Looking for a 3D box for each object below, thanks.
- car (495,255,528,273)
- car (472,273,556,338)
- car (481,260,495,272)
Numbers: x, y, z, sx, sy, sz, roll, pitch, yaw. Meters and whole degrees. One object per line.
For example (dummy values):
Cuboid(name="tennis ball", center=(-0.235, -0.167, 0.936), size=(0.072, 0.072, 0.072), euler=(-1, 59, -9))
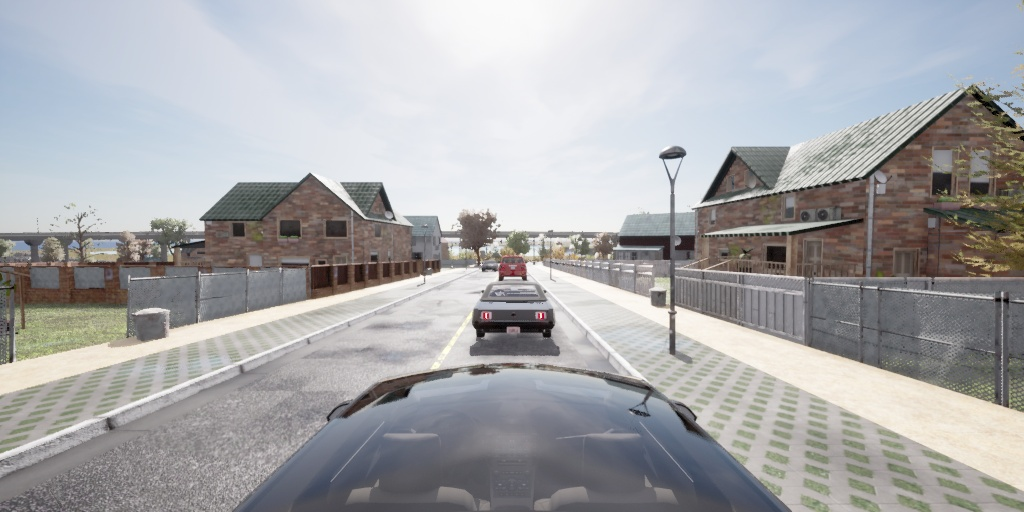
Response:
Cuboid(name="car", center=(0.066, 0.970, 28.784), size=(2.150, 2.045, 5.566), euler=(0, 0, 0))
Cuboid(name="car", center=(0.054, 1.347, 10.137), size=(1.895, 1.301, 4.718), euler=(0, 0, 0))
Cuboid(name="car", center=(-2.822, 1.266, 45.555), size=(1.837, 1.490, 4.892), euler=(0, -1, 0))
